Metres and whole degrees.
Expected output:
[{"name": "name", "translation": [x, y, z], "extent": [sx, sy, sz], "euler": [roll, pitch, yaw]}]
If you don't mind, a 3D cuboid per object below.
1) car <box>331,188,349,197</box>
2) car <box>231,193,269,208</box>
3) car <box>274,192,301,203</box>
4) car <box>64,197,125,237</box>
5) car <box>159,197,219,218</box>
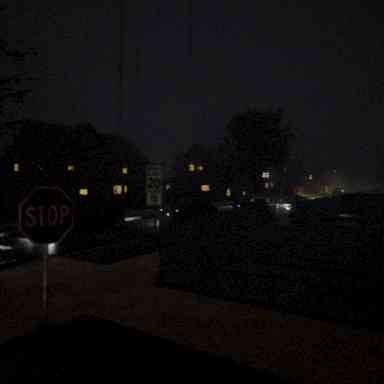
[{"name": "car", "translation": [23.013, 0.218, 51.706], "extent": [1.837, 1.490, 4.892], "euler": [1, 2, 36]}, {"name": "car", "translation": [5.795, 0.826, 32.491], "extent": [2.033, 1.411, 5.357], "euler": [1, 2, 36]}, {"name": "car", "translation": [11.791, 0.639, 40.894], "extent": [1.895, 1.301, 4.718], "euler": [1, 2, 36]}, {"name": "car", "translation": [-5.522, 1.093, 16.472], "extent": [2.097, 1.767, 4.553], "euler": [1, 2, 34]}, {"name": "car", "translation": [-0.069, 1.064, 24.232], "extent": [2.033, 1.411, 5.357], "euler": [1, 2, 35]}]
